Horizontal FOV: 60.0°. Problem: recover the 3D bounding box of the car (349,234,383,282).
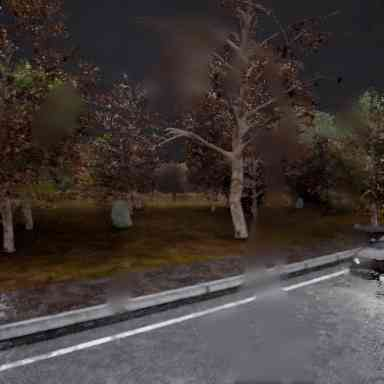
[{"bbox_3d":[6.371,1.569,9.139,5.357,1.411,2.033,0,-1,-40],"label":"car"}]
